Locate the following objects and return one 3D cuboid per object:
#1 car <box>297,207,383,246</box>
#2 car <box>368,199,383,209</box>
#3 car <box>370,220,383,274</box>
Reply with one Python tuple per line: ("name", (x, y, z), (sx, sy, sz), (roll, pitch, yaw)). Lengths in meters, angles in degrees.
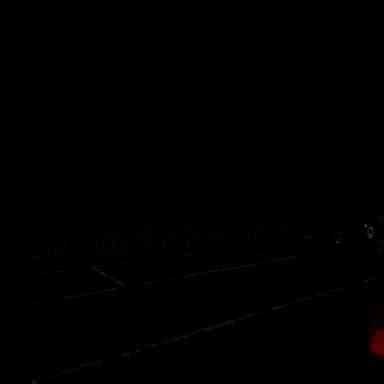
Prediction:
("car", (6.687, 1.565, 15.285), (4.313, 1.339, 1.947), (0, 0, -35))
("car", (11.275, 1.314, 18.559), (5.009, 1.841, 2.192), (0, 0, -35))
("car", (6.529, 1.477, 7.969), (5.008, 1.535, 1.882), (0, 0, -35))
